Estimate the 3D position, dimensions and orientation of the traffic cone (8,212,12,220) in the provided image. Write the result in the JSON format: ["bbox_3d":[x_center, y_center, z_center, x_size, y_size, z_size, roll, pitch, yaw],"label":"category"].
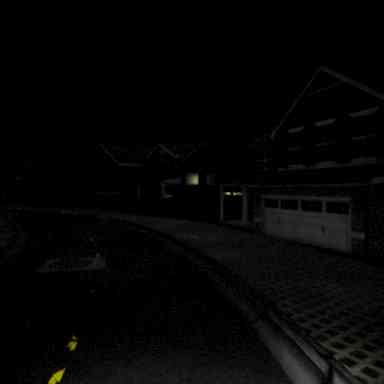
[{"bbox_3d":[-14.017,1.829,25.701,0.340,0.580,0.340,-1,1,-35],"label":"traffic cone"}]
